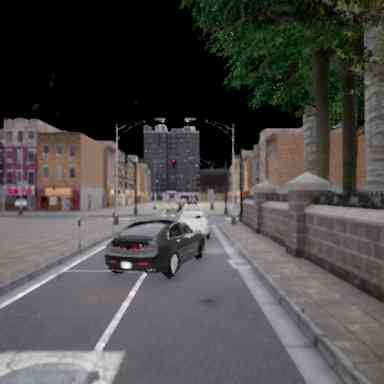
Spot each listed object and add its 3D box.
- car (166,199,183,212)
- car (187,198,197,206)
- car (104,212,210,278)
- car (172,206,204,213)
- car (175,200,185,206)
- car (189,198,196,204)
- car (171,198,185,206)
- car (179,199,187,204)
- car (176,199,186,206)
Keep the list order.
[{"bbox_3d":[-2.594,2.045,45.536,1.752,1.417,4.829,0,-1,0],"label":"car"},{"bbox_3d":[0.078,2.233,76.642,2.097,1.767,4.553,0,-1,0],"label":"car"},{"bbox_3d":[-0.937,1.626,10.687,1.837,1.490,4.892,0,-1,17],"label":"car"},{"bbox_3d":[0.049,1.736,18.561,1.812,1.442,4.674,0,-1,1],"label":"car"},{"bbox_3d":[-2.566,2.407,72.964,1.947,1.339,4.313,0,-1,0],"label":"car"},{"bbox_3d":[0.088,2.331,86.677,1.882,1.535,5.008,0,-1,0],"label":"car"},{"bbox_3d":[-2.589,1.900,51.160,2.192,1.841,5.009,0,-1,0],"label":"car"},{"bbox_3d":[-2.543,2.650,94.771,2.008,1.369,4.403,0,-1,0],"label":"car"},{"bbox_3d":[-2.560,2.456,78.416,2.008,1.369,4.403,0,-1,0],"label":"car"}]
